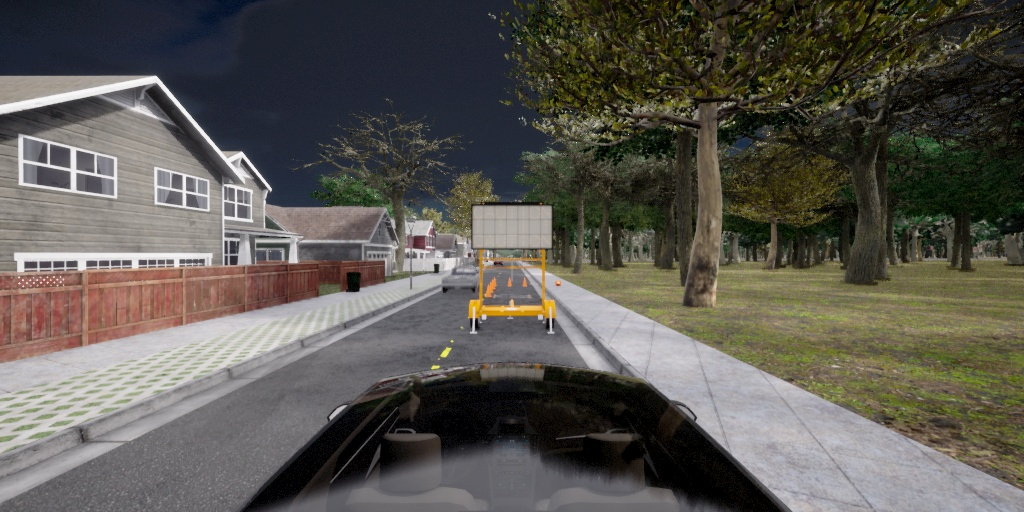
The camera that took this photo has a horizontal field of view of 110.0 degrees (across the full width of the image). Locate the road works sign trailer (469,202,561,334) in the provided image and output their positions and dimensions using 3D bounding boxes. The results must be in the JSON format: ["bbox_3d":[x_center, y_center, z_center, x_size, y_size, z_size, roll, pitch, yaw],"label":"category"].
[{"bbox_3d":[0.008,0.214,10.633,2.380,3.560,2.880,0,0,0],"label":"road works sign trailer"}]

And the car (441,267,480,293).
[{"bbox_3d":[-2.837,1.352,20.949,1.895,1.301,4.718,0,0,0],"label":"car"}]
